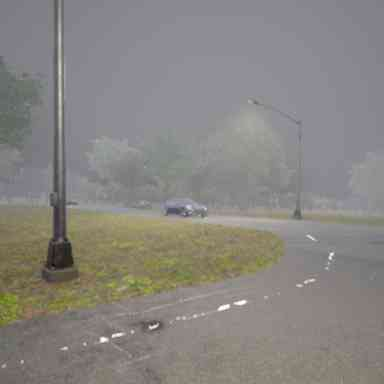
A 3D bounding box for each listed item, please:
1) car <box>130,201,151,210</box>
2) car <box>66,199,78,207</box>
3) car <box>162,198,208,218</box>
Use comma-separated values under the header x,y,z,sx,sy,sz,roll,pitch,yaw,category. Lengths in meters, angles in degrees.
x,y,z,sx,sy,sz,roll,pitch,yaw,category
-7.859,2.034,50.773,1.812,1.442,4.674,4,-3,-35,car
-21.437,1.899,58.444,1.895,1.301,4.718,3,-3,-31,car
-0.642,1.276,28.304,2.097,1.767,4.553,4,-3,-35,car
